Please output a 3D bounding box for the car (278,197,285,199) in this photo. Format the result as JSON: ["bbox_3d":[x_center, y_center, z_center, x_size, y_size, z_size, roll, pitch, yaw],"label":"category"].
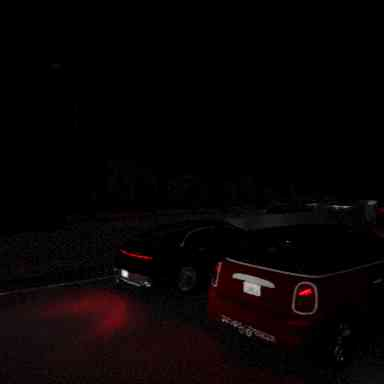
[{"bbox_3d":[13.887,1.661,47.086,1.837,1.490,4.892,0,0,27],"label":"car"}]

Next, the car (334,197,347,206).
[{"bbox_3d":[26.596,1.719,59.678,1.837,1.490,4.892,0,0,18],"label":"car"}]

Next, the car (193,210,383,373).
[{"bbox_3d":[2.481,1.355,5.932,4.553,1.767,2.097,0,0,-39],"label":"car"}]

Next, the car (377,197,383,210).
[{"bbox_3d":[13.594,1.257,21.452,2.150,2.045,5.566,0,0,41],"label":"car"}]

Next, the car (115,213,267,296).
[{"bbox_3d":[0.430,1.510,8.754,4.892,1.490,1.837,-1,0,-38],"label":"car"}]

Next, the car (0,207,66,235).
[{"bbox_3d":[-9.473,1.570,18.984,4.181,1.385,1.994,0,0,-38],"label":"car"}]

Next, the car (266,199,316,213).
[{"bbox_3d":[7.346,1.520,25.201,1.882,1.535,5.008,0,0,41],"label":"car"}]

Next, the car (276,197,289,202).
[{"bbox_3d":[23.529,2.005,86.519,1.895,1.301,4.718,0,0,0],"label":"car"}]

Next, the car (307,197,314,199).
[{"bbox_3d":[26.196,1.837,73.898,1.812,1.442,4.674,0,0,9],"label":"car"}]
